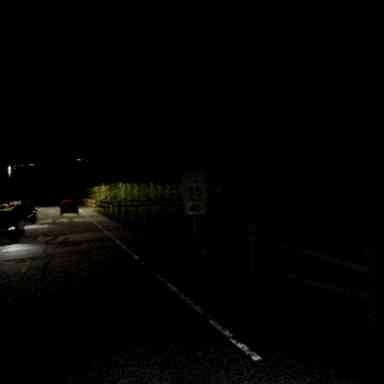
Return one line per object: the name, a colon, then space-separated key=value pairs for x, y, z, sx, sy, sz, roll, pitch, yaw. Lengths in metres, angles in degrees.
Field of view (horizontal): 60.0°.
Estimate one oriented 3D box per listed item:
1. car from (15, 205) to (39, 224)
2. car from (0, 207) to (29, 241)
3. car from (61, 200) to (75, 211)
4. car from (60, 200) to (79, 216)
car: x=-13.865 y=1.824 z=27.528 sx=1.837 sy=1.490 sz=4.892 roll=-1 pitch=0 yaw=-21
car: x=-10.002 y=1.753 z=17.626 sx=1.812 sy=1.442 sz=4.674 roll=-1 pitch=0 yaw=-22
car: x=-18.781 y=1.969 z=50.284 sx=1.812 sy=1.442 sz=4.674 roll=-1 pitch=0 yaw=-21
car: x=-13.932 y=1.800 z=37.858 sx=1.882 sy=1.535 sz=5.008 roll=-1 pitch=0 yaw=-21
